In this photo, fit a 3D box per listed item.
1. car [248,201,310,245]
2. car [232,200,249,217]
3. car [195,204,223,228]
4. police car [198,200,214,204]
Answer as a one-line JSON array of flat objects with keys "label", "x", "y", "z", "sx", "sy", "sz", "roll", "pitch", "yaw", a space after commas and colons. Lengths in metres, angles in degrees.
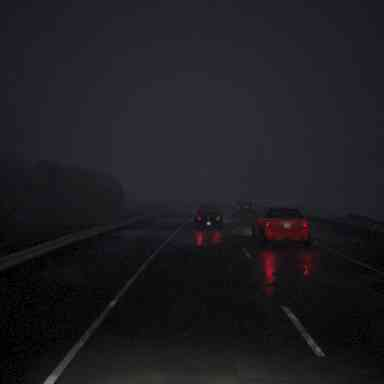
[{"label": "car", "x": 4.222, "y": 1.486, "z": 16.423, "sx": 2.097, "sy": 1.767, "sz": 4.553, "roll": 0, "pitch": 0, "yaw": 3}, {"label": "car", "x": 5.439, "y": 1.637, "z": 35.403, "sx": 2.097, "sy": 1.767, "sz": 4.553, "roll": 0, "pitch": 0, "yaw": 2}, {"label": "car", "x": 1.279, "y": 1.792, "z": 24.033, "sx": 1.895, "sy": 1.301, "sz": 4.718, "roll": 0, "pitch": 0, "yaw": 5}, {"label": "police car", "x": 1.807, "y": 1.757, "z": 41.795, "sx": 1.930, "sy": 1.638, "sz": 5.238, "roll": 0, "pitch": -1, "yaw": -3}]
